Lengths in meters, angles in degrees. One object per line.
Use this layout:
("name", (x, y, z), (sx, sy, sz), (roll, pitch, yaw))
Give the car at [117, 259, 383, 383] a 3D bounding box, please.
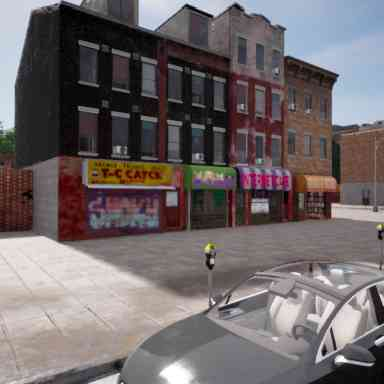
("car", (1.332, 1.552, 3.749), (4.403, 1.369, 2.008), (0, 0, -35))
